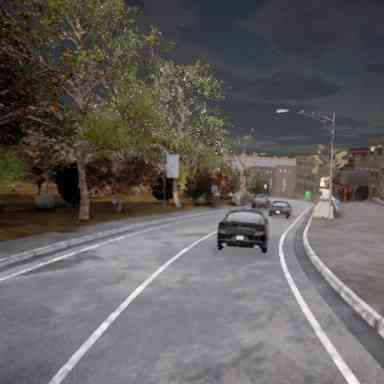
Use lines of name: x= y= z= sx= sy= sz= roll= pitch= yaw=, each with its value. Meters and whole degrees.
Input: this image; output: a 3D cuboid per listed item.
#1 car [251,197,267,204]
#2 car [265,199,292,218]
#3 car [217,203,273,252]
car: x=8.870 y=1.429 z=42.769 sx=1.882 sy=1.535 sz=5.008 roll=3 pitch=1 yaw=21
car: x=8.332 y=1.594 z=31.142 sx=1.812 sy=1.442 sz=4.674 roll=3 pitch=1 yaw=21
car: x=2.321 y=1.483 z=14.166 sx=1.882 sy=1.535 sz=5.008 roll=2 pitch=0 yaw=14
